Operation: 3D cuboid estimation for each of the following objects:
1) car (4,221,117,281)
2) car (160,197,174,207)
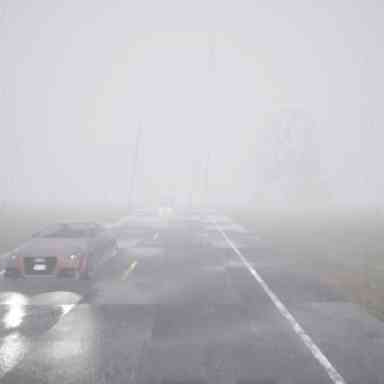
[{"bbox_3d":[-3.541,1.560,9.710,1.994,1.385,4.181,0,0,0],"label":"car"},{"bbox_3d":[-3.738,1.444,49.610,2.128,1.511,4.902,0,0,0],"label":"car"}]
